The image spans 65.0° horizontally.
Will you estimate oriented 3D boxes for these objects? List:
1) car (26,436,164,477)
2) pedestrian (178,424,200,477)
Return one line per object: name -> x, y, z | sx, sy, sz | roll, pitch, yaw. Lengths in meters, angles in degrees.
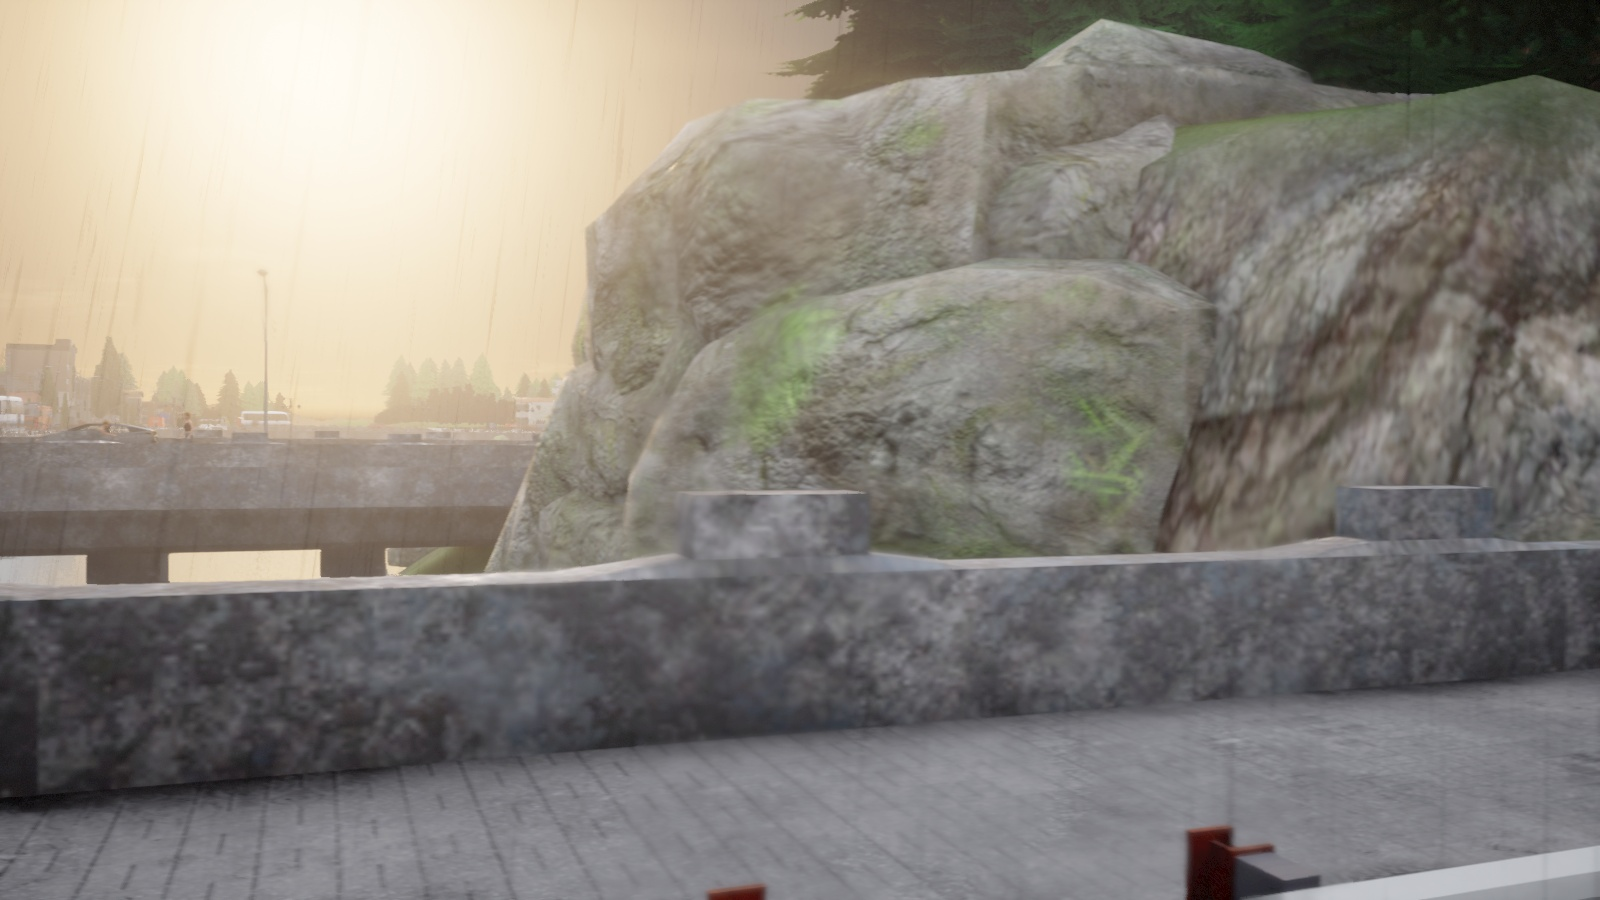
car -> -28.155, 0.230, 50.321 | 4.514, 1.525, 2.007 | -1, 1, -21
pedestrian -> -21.354, 0.024, 43.923 | 0.594, 1.836, 0.345 | -1, 1, -41
